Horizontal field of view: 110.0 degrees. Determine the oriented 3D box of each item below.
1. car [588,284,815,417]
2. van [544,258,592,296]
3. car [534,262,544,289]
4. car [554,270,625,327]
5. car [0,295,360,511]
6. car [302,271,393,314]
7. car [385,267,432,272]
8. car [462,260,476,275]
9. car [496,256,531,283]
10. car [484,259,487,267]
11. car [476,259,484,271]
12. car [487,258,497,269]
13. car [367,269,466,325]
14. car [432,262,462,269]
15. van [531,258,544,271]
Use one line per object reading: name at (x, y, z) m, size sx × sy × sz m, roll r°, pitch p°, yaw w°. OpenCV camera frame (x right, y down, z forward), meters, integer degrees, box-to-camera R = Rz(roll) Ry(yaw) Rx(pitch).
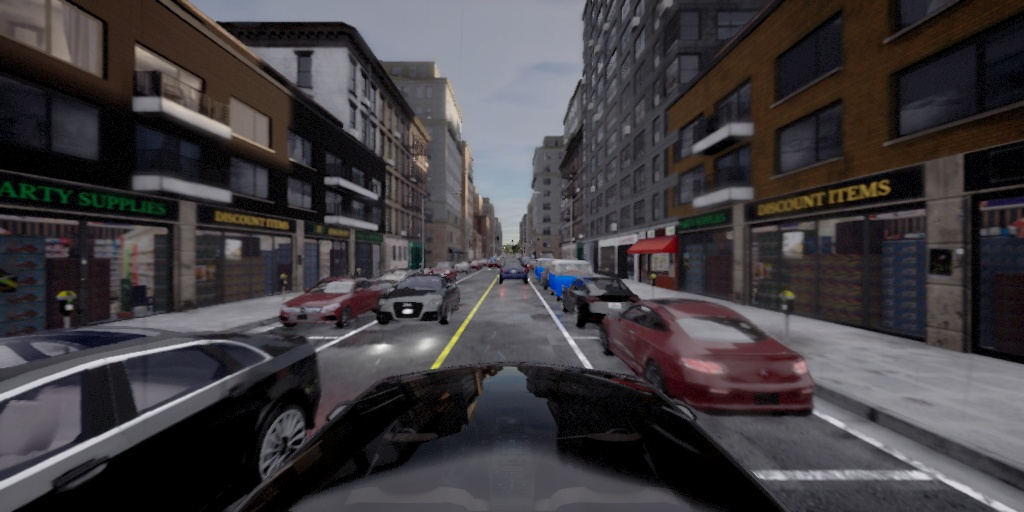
car at (2.639, 1.327, 5.790) m, size 1.802 × 1.307 × 4.207 m, roll 0°, pitch 0°, yaw 0°
van at (2.643, 1.079, 16.811) m, size 1.690 × 1.789 × 3.998 m, roll 0°, pitch 0°, yaw 0°
car at (2.645, 1.286, 22.322) m, size 2.007 × 1.370 × 4.403 m, roll 0°, pitch 0°, yaw 0°
car at (2.641, 1.307, 11.301) m, size 1.948 × 1.339 × 4.313 m, roll 0°, pitch 0°, yaw 0°
car at (-2.851, 1.242, 1.688) m, size 2.128 × 1.511 × 4.902 m, roll 0°, pitch 0°, yaw 0°
car at (-5.384, 1.325, 11.303) m, size 1.802 × 1.307 × 4.207 m, roll 0°, pitch 0°, yaw 0°
car at (-5.382, 1.290, 16.814) m, size 2.007 × 1.370 × 4.403 m, roll 0°, pitch 0°, yaw 0°
car at (-5.374, 1.289, 38.856) m, size 2.007 × 1.370 × 4.403 m, roll 0°, pitch 0°, yaw 0°
car at (0.111, 1.089, 27.451) m, size 2.097 × 1.767 × 4.553 m, roll 0°, pitch 0°, yaw 0°
car at (-5.368, 1.322, 55.390) m, size 1.802 × 1.307 × 4.207 m, roll 0°, pitch 0°, yaw 0°
car at (-5.370, 1.285, 49.878) m, size 1.888 × 1.381 × 4.507 m, roll 0°, pitch 0°, yaw 0°
car at (-2.743, 1.340, 56.706) m, size 1.895 × 1.301 × 4.718 m, roll 0°, pitch 0°, yaw 0°
car at (-2.844, 1.306, 11.710) m, size 1.994 × 1.385 × 4.181 m, roll 0°, pitch 0°, yaw -1°
car at (-5.378, 1.177, 27.835) m, size 1.967 × 1.591 × 4.097 m, roll 0°, pitch 0°, yaw 0°
van at (2.647, 1.076, 27.832) m, size 1.690 × 1.789 × 3.998 m, roll 0°, pitch 0°, yaw 0°
